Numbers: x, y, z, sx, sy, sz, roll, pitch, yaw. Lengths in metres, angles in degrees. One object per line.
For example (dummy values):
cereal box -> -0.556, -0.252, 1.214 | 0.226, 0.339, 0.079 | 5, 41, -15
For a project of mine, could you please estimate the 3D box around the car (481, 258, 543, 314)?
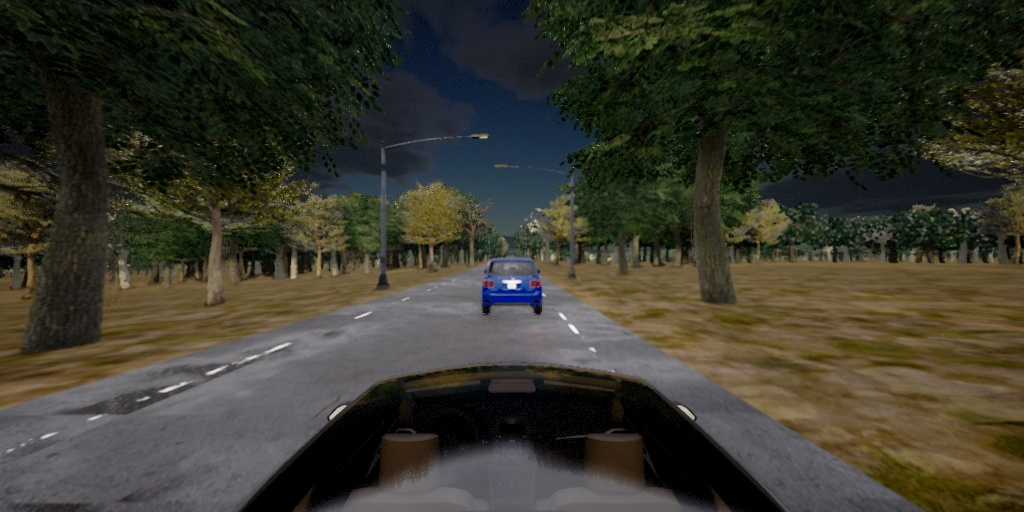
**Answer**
car -> 0.014, 1.082, 14.426 | 2.150, 2.045, 5.566 | 0, 0, 0
